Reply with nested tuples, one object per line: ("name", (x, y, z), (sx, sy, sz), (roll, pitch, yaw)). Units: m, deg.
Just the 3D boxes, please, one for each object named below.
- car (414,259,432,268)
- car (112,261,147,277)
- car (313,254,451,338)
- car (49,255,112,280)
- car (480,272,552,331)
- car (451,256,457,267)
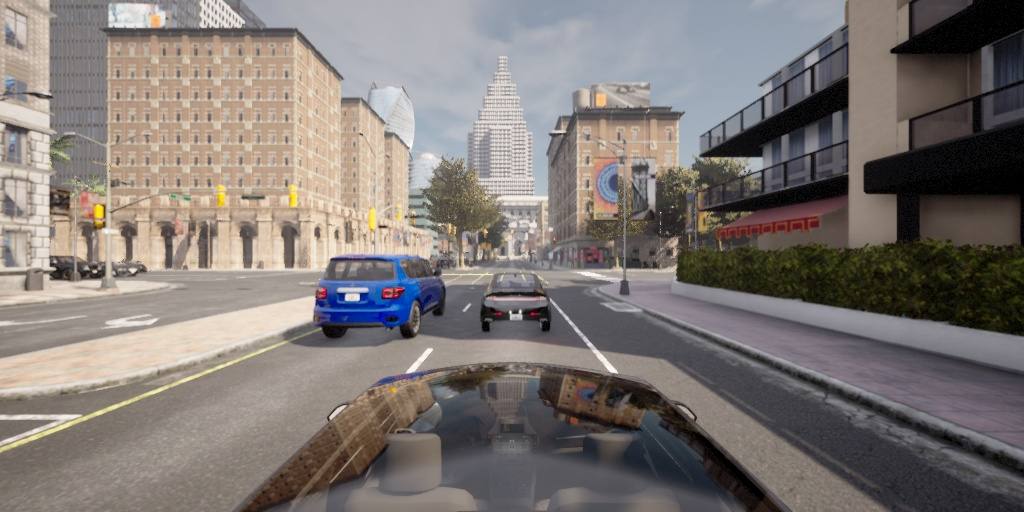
("car", (-15.004, 1.232, 60.532), (1.837, 1.490, 4.892), (0, 0, 0))
("car", (-38.271, 1.229, 33.902), (4.902, 1.511, 2.128), (0, 0, 0))
("car", (-3.398, 0.968, 10.326), (2.150, 2.045, 5.566), (0, 0, 0))
("car", (-38.120, 0.961, 30.383), (5.566, 2.045, 2.150), (0, 0, 0))
("car", (0.105, 1.238, 10.940), (2.128, 1.511, 4.902), (0, 0, 0))
("car", (-11.502, 0.949, 61.959), (2.150, 2.045, 5.566), (0, 0, 0))
